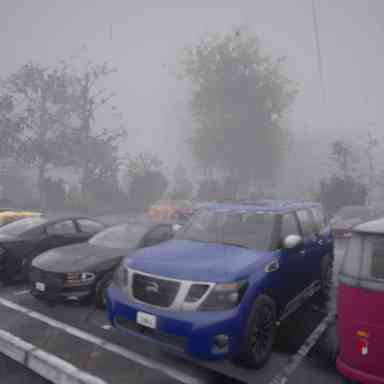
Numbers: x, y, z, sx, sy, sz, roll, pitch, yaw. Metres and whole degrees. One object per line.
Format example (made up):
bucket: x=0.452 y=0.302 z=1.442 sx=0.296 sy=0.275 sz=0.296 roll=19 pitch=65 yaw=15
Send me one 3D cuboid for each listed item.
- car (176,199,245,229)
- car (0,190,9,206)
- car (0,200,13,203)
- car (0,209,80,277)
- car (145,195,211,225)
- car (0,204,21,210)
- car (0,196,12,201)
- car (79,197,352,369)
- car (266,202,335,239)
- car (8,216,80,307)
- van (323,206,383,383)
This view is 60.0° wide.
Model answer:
car: x=1.365 y=1.321 z=21.522 sx=2.097 sy=1.535 sz=5.008 roll=1 pitch=1 yaw=36
car: x=-26.389 y=0.749 z=41.711 sx=2.435 sy=2.045 sz=5.566 roll=1 pitch=1 yaw=35
car: x=-10.413 y=1.287 z=14.491 sx=2.002 sy=1.452 sz=4.674 roll=1 pitch=1 yaw=36
car: x=-3.523 y=1.362 z=9.553 sx=2.097 sy=1.535 sz=5.008 roll=1 pitch=1 yaw=36
car: x=-0.844 y=1.159 z=23.070 sx=2.185 sy=1.767 sz=4.553 roll=1 pitch=1 yaw=36
car: x=-5.710 y=1.320 z=11.352 sx=1.946 sy=1.575 sz=5.366 roll=1 pitch=1 yaw=36
car: x=-24.155 y=0.918 z=40.049 sx=2.185 sy=1.767 sz=4.553 roll=1 pitch=1 yaw=35
car: x=1.063 y=1.187 z=6.245 sx=2.435 sy=2.045 sz=5.566 roll=1 pitch=1 yaw=36
car: x=6.066 y=1.400 z=18.173 sx=2.231 sy=1.521 sz=4.892 roll=1 pitch=1 yaw=36
car: x=-1.219 y=1.400 z=7.918 sx=2.097 sy=1.535 sz=5.008 roll=1 pitch=1 yaw=36
van: x=3.445 y=1.251 z=4.719 sx=1.878 sy=1.987 sz=4.442 roll=1 pitch=1 yaw=36
